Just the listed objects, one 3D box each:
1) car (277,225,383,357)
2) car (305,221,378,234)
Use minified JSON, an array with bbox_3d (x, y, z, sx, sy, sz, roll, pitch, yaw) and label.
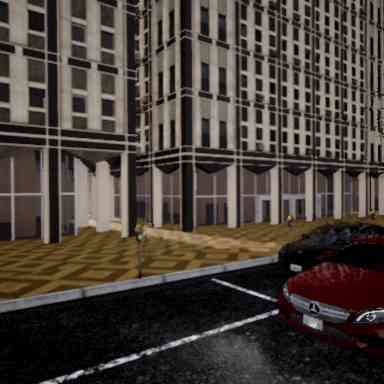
[{"bbox_3d":[3.547,1.524,5.911,4.674,1.442,1.812,0,0,-36],"label":"car"},{"bbox_3d":[4.421,1.563,9.727,4.313,1.339,1.947,0,-1,-36],"label":"car"}]
